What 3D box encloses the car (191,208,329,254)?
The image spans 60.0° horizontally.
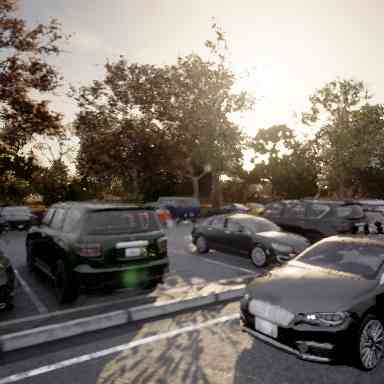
[{"bbox_3d":[1.892,1.555,11.790,2.231,1.521,4.892,1,-1,-35],"label":"car"}]

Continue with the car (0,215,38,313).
[{"bbox_3d":[-4.946,1.476,6.903,2.231,1.521,4.892,1,0,-35],"label":"car"}]

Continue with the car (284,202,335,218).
[{"bbox_3d":[12.393,1.884,35.394,2.163,1.488,4.792,1,-1,-36],"label":"car"}]

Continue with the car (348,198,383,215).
[{"bbox_3d":[23.654,1.819,43.376,2.435,2.045,5.566,1,-1,-36],"label":"car"}]

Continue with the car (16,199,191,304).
[{"bbox_3d":[-2.683,1.247,8.557,2.435,2.045,5.566,1,0,-35],"label":"car"}]

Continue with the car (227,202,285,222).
[{"bbox_3d":[5.722,1.736,30.360,1.946,1.575,5.366,1,-1,-36],"label":"car"}]

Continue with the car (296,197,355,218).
[{"bbox_3d":[14.693,1.643,36.969,2.435,2.045,5.566,1,-1,-36],"label":"car"}]

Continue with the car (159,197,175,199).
[{"bbox_3d":[-3.430,1.464,24.014,2.185,1.767,4.553,1,-1,-36],"label":"car"}]

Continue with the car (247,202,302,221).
[{"bbox_3d":[7.883,1.777,32.126,2.097,1.535,5.008,1,-1,-36],"label":"car"}]

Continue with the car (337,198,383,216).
[{"bbox_3d":[21.489,1.774,41.828,2.435,2.045,5.566,1,-1,-36],"label":"car"}]

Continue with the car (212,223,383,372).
[{"bbox_3d":[2.969,1.543,5.802,4.902,1.511,2.128,1,0,-35],"label":"car"}]

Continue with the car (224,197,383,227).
[{"bbox_3d":[4.165,1.338,13.438,2.435,2.045,5.566,1,-1,-35],"label":"car"}]

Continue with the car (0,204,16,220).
[{"bbox_3d":[-10.256,1.498,19.193,2.097,1.535,5.008,1,0,-35],"label":"car"}]

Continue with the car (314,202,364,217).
[{"bbox_3d":[16.943,1.937,38.606,2.097,1.535,5.008,1,-1,-36],"label":"car"}]

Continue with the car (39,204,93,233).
[{"bbox_3d":[-7.985,1.566,20.808,2.002,1.452,4.674,1,0,-35],"label":"car"}]

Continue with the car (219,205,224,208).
[{"bbox_3d":[3.349,1.741,28.889,2.002,1.452,4.674,1,-1,-36],"label":"car"}]

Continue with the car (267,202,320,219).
[{"bbox_3d":[10.162,1.845,33.727,2.163,1.488,4.792,1,-1,-36],"label":"car"}]

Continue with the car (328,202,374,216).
[{"bbox_3d":[19.105,2.018,40.155,2.002,1.452,4.674,1,-1,-36],"label":"car"}]

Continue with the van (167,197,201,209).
[{"bbox_3d":[-1.251,1.398,25.749,1.878,1.987,4.442,1,-1,-35],"label":"van"}]
